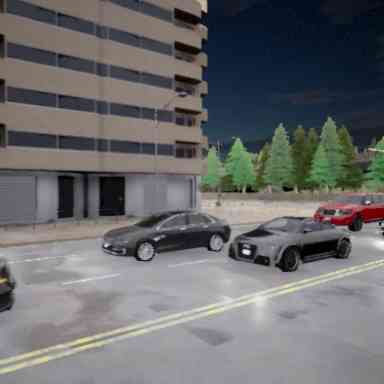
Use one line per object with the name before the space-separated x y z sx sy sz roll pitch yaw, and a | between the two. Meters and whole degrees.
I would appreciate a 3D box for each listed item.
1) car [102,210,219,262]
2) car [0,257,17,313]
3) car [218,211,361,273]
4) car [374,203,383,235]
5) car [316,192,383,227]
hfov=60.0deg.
car | -0.760 1.449 12.015 4.892 1.490 1.837 0 0 -35
car | -5.094 1.540 4.646 4.674 1.442 1.812 0 0 -36
car | 3.156 1.487 10.503 4.181 1.385 1.994 -1 0 -35
car | 10.947 1.361 15.982 4.674 1.442 1.812 0 0 -35
car | 9.454 1.045 19.209 5.566 2.045 2.150 0 0 -35
